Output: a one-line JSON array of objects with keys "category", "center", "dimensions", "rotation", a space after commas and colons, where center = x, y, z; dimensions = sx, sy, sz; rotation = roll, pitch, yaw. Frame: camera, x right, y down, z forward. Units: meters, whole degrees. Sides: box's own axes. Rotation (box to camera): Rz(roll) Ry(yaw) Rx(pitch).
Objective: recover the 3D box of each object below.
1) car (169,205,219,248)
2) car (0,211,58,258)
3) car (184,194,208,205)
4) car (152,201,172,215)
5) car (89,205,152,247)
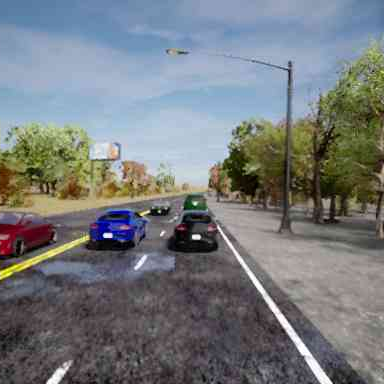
[{"category": "car", "center": [0.169, 1.531, 14.679], "dimensions": [1.812, 1.442, 4.674], "rotation": [1, 0, 0]}, {"category": "car", "center": [-6.458, 1.383, 11.850], "dimensions": [1.994, 1.385, 4.181], "rotation": [2, 0, 1]}, {"category": "car", "center": [0.329, 1.165, 33.003], "dimensions": [2.150, 2.045, 5.566], "rotation": [3, 1, 1]}, {"category": "car", "center": [-2.971, 1.501, 32.920], "dimensions": [1.895, 1.301, 4.718], "rotation": [2, 0, 0]}, {"category": "car", "center": [-3.084, 1.443, 14.559], "dimensions": [1.812, 1.442, 4.674], "rotation": [2, 0, 0]}]
